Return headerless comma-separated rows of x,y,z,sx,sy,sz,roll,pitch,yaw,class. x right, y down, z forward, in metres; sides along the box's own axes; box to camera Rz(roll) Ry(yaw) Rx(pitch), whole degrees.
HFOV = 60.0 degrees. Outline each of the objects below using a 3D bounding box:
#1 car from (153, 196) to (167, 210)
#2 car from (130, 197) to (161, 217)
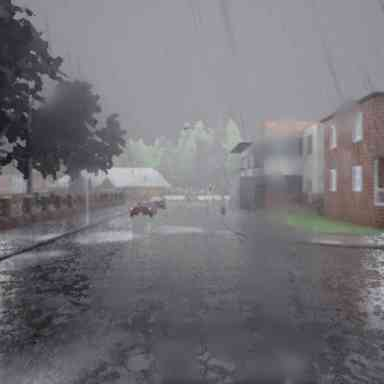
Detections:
-4.080,1.216,39.250,1.882,1.535,5.008,0,0,0,car
-4.093,1.408,28.825,1.895,1.301,4.718,0,0,0,car
